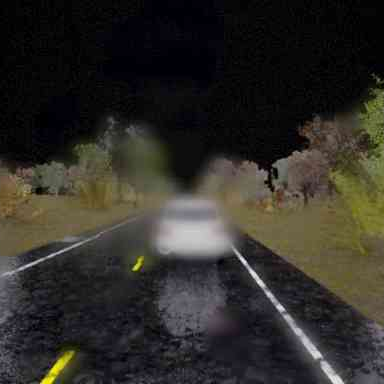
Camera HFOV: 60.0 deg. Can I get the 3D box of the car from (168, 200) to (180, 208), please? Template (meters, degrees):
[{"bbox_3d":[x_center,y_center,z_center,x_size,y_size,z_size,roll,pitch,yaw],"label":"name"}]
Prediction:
[{"bbox_3d":[-3.457,2.265,64.555,1.994,1.385,4.181,0,-1,1],"label":"car"}]

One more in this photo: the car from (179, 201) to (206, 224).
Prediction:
[{"bbox_3d":[0.048,1.649,28.387,2.097,1.767,4.553,0,-1,0],"label":"car"}]

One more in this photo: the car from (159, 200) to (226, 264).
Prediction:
[{"bbox_3d":[0.022,1.354,12.543,2.150,2.045,5.566,0,0,0],"label":"car"}]

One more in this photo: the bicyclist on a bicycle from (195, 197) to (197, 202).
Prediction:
[{"bbox_3d":[1.055,2.461,90.963,0.866,1.612,1.509,0,-1,0],"label":"bicyclist on a bicycle"}]
